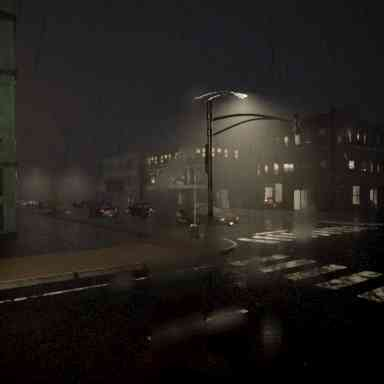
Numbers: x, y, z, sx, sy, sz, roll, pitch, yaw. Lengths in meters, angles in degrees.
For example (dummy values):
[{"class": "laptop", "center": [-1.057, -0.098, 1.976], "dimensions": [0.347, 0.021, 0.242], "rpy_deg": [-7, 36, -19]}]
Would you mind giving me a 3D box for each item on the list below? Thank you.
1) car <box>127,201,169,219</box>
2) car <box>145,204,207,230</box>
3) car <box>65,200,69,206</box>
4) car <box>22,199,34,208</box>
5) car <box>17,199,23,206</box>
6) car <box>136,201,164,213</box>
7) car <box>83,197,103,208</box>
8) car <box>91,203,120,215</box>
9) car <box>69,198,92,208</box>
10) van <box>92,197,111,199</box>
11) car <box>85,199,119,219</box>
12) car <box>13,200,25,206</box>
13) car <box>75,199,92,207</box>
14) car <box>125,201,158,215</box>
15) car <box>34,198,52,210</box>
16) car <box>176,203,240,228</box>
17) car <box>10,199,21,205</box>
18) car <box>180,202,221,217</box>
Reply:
[{"class": "car", "center": [-4.723, 1.825, 32.781], "dimensions": [2.128, 1.511, 4.902], "rpy_deg": [-1, 0, -35]}, {"class": "car", "center": [-1.242, 1.815, 23.229], "dimensions": [1.947, 1.339, 4.313], "rpy_deg": [-2, 0, -36]}, {"class": "car", "center": [-28.145, 2.364, 75.489], "dimensions": [1.947, 1.339, 4.313], "rpy_deg": [-1, 0, -36]}, {"class": "car", "center": [-31.744, 2.376, 66.111], "dimensions": [2.008, 1.369, 4.403], "rpy_deg": [-1, 0, -36]}, {"class": "car", "center": [-38.183, 2.380, 75.116], "dimensions": [1.967, 1.590, 4.097], "rpy_deg": [-1, 0, -36]}, {"class": "car", "center": [-5.613, 1.966, 43.967], "dimensions": [1.802, 1.307, 4.206], "rpy_deg": [-2, 0, -36]}, {"class": "car", "center": [-18.495, 1.940, 61.979], "dimensions": [2.192, 1.841, 5.009], "rpy_deg": [-1, 0, -36]}, {"class": "car", "center": [-10.717, 2.051, 41.179], "dimensions": [1.895, 1.301, 4.718], "rpy_deg": [-1, 0, -35]}, {"class": "car", "center": [-20.103, 2.206, 59.797], "dimensions": [1.994, 1.385, 4.181], "rpy_deg": [-1, 0, -36]}, {"class": "van", "center": [-15.275, 1.907, 57.476], "dimensions": [1.690, 1.788, 3.998], "rpy_deg": [-1, 0, -36]}, {"class": "car", "center": [-9.215, 1.847, 34.589], "dimensions": [1.967, 1.590, 4.097], "rpy_deg": [-1, 0, -36]}, {"class": "car", "center": [-41.400, 2.548, 79.620], "dimensions": [2.008, 1.369, 4.403], "rpy_deg": [-1, 0, -36]}, {"class": "car", "center": [-21.708, 2.228, 66.482], "dimensions": [1.887, 1.381, 4.507], "rpy_deg": [-1, 0, -36]}, {"class": "car", "center": [-6.188, 1.858, 40.328], "dimensions": [1.882, 1.535, 5.008], "rpy_deg": [-1, 0, -36]}, {"class": "car", "center": [-25.207, 2.233, 56.966], "dimensions": [1.752, 1.417, 4.829], "rpy_deg": [-1, 0, -36]}, {"class": "car", "center": [1.112, 1.766, 24.612], "dimensions": [2.033, 1.411, 5.357], "rpy_deg": [-1, 0, -36]}, {"class": "car", "center": [-44.618, 2.598, 84.122], "dimensions": [1.887, 1.381, 4.507], "rpy_deg": [-1, 0, -36]}, {"class": "car", "center": [0.823, 1.810, 34.961], "dimensions": [2.008, 1.369, 4.403], "rpy_deg": [-2, 0, -36]}]
